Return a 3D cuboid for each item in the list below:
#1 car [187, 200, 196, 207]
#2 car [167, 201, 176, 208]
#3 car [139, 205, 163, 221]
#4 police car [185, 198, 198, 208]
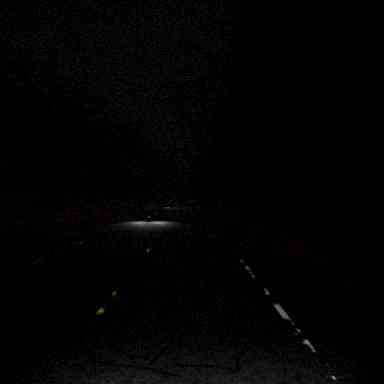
[{"bbox_3d":[-0.137,2.765,79.835,1.801,1.575,5.366,-1,-1,-2],"label":"car"},{"bbox_3d":[-4.484,2.603,72.768,1.882,1.535,5.008,0,-1,-1],"label":"car"},{"bbox_3d":[-3.808,1.927,31.486,1.812,1.442,4.674,0,-1,-1],"label":"car"},{"bbox_3d":[0.144,2.518,69.747,1.930,1.638,5.238,0,-1,-1],"label":"police car"}]
